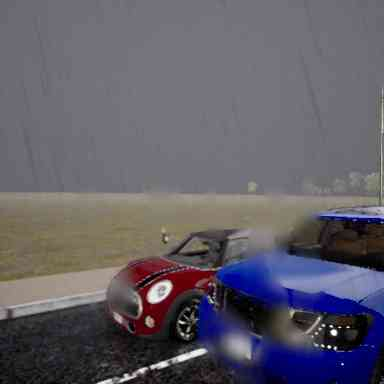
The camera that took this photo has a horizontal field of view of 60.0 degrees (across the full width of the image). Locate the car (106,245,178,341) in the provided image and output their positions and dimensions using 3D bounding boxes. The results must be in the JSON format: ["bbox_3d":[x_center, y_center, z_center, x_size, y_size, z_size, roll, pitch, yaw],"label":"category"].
[{"bbox_3d":[0.467,1.473,6.414,4.097,1.590,1.967,1,0,-35],"label":"car"}]

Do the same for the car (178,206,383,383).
[{"bbox_3d":[2.747,1.262,5.024,5.566,2.045,2.150,1,0,-35],"label":"car"}]

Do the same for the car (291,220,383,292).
[{"bbox_3d":[5.072,1.645,9.692,4.313,1.339,1.947,1,0,-35],"label":"car"}]
